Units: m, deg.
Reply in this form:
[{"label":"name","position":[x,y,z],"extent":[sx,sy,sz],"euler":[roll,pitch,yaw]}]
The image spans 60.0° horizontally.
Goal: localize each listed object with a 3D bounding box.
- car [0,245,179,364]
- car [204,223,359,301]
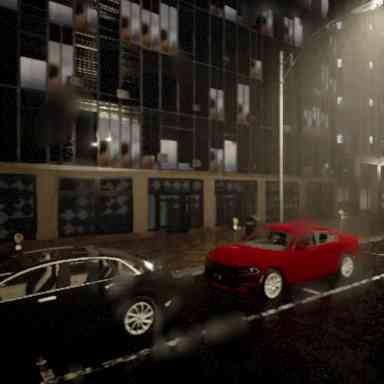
[{"label":"car","position":[-2.275,1.546,4.928],"extent":[4.403,1.369,2.008],"euler":[-1,1,-36]},{"label":"car","position":[2.350,1.496,8.240],"extent":[4.507,1.381,1.887],"euler":[-1,1,-36]}]
